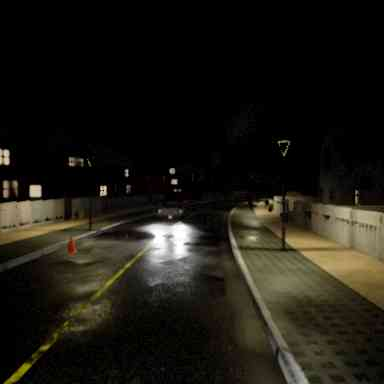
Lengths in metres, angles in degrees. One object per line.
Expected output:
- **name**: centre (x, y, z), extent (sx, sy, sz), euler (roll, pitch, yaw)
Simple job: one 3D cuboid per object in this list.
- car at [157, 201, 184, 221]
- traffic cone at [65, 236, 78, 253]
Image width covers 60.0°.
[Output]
- **car**: centre (-1.514, 1.366, 24.677), extent (1.895, 1.301, 4.718), euler (0, 1, -1)
- **traffic cone**: centre (-4.252, 1.839, 11.741), extent (0.340, 0.580, 0.340), euler (0, 1, 4)
